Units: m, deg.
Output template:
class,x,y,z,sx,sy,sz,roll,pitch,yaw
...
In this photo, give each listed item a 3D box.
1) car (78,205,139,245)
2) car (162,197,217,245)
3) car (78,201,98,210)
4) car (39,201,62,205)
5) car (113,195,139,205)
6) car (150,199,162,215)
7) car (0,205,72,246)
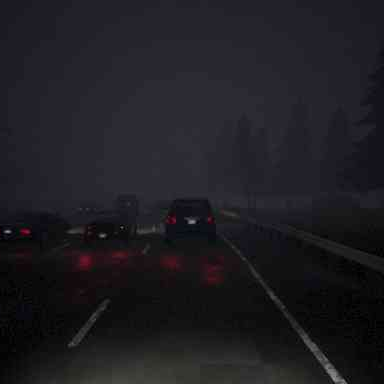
class,x,y,z,sx,sy,sz,roll,pitch,yaw
car,-3.651,1.533,15.371,1.812,1.442,4.674,0,0,-3
car,-0.159,1.258,15.607,2.150,2.045,5.566,0,0,-3
car,-9.812,1.563,31.688,2.033,1.411,5.357,0,0,-15
car,-13.193,1.533,30.785,1.812,1.442,4.674,0,0,-15
car,-6.438,1.258,32.620,2.150,2.045,5.566,0,0,-15
car,-3.049,1.516,33.495,1.837,1.490,4.892,0,0,-15
car,-7.145,1.563,15.164,2.033,1.411,5.357,0,0,-3
